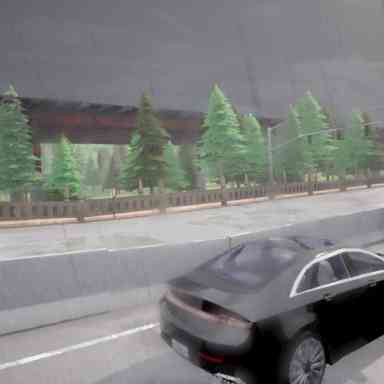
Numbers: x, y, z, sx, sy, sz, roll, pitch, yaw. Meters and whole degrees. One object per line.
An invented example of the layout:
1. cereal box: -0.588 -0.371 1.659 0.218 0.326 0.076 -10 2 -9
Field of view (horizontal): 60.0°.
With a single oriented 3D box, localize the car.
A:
1. car: 1.830 1.442 5.064 4.902 1.511 2.128 -2 1 -36
